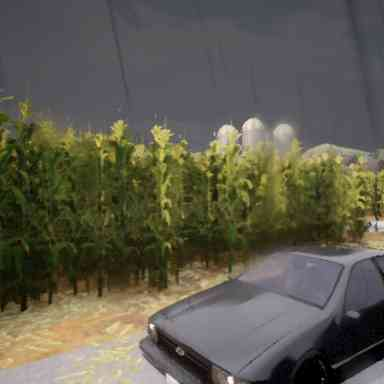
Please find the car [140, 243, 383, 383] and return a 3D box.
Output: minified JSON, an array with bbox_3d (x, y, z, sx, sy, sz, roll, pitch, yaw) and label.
[{"bbox_3d":[1.992,1.534,4.881,5.357,1.411,2.033,0,0,-35],"label":"car"}]
